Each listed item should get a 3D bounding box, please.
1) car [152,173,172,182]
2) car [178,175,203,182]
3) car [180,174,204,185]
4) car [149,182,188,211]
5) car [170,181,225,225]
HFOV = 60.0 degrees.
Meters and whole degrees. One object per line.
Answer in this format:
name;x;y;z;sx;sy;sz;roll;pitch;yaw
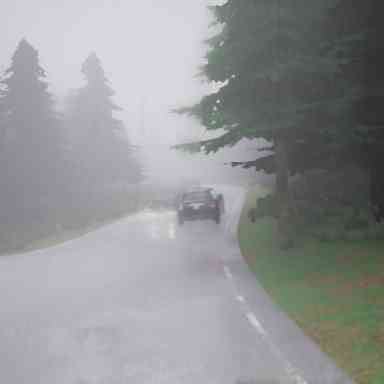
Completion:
car;-6.145;-2.653;63.308;5.566;2.045;2.150;2;4;44
car;-0.077;-0.515;34.762;2.128;1.511;4.902;-4;5;7
car;-0.050;-2.072;54.875;1.882;1.535;5.008;-4;4;-28
car;-1.581;0.409;24.998;2.033;1.411;5.357;-4;4;12
car;0.563;0.562;17.807;2.097;1.767;4.553;-4;4;9
